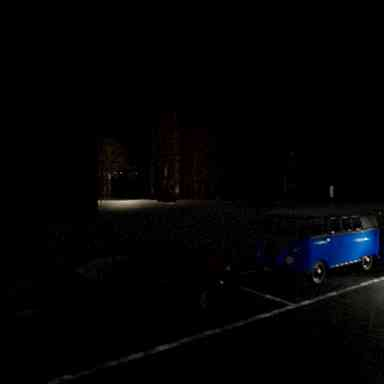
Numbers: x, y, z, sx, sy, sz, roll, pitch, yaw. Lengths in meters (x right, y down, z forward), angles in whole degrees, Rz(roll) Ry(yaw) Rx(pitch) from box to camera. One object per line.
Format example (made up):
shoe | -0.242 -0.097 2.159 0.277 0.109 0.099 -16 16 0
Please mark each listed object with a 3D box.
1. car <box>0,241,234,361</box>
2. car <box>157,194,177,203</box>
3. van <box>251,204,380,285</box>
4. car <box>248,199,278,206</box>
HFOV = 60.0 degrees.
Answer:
car | -1.107 1.580 5.861 4.206 1.307 1.802 0 0 -36
car | -5.372 1.357 71.173 2.150 2.045 5.566 0 0 -36
van | 3.514 1.334 9.160 3.998 1.788 1.690 0 0 -36
car | 10.498 1.655 49.127 1.895 1.301 4.718 0 0 -36
